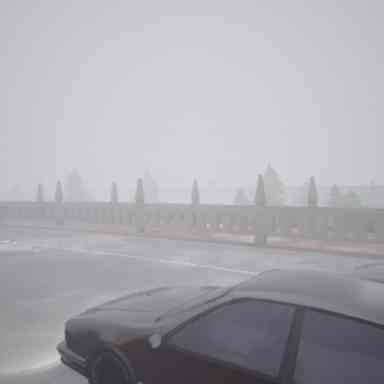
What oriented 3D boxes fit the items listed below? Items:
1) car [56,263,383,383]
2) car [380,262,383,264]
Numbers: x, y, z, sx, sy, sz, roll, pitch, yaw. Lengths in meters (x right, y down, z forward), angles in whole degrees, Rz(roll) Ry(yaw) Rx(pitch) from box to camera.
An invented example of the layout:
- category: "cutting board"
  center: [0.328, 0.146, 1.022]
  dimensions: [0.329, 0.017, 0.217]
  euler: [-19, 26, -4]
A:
- category: "car"
  center: [1.037, 1.532, 3.149]
  dimensions: [5.357, 1.411, 2.033]
  euler: [0, 0, 34]
- category: "car"
  center: [5.015, 1.518, 4.676]
  dimensions: [5.357, 1.411, 2.033]
  euler: [0, 0, 36]
